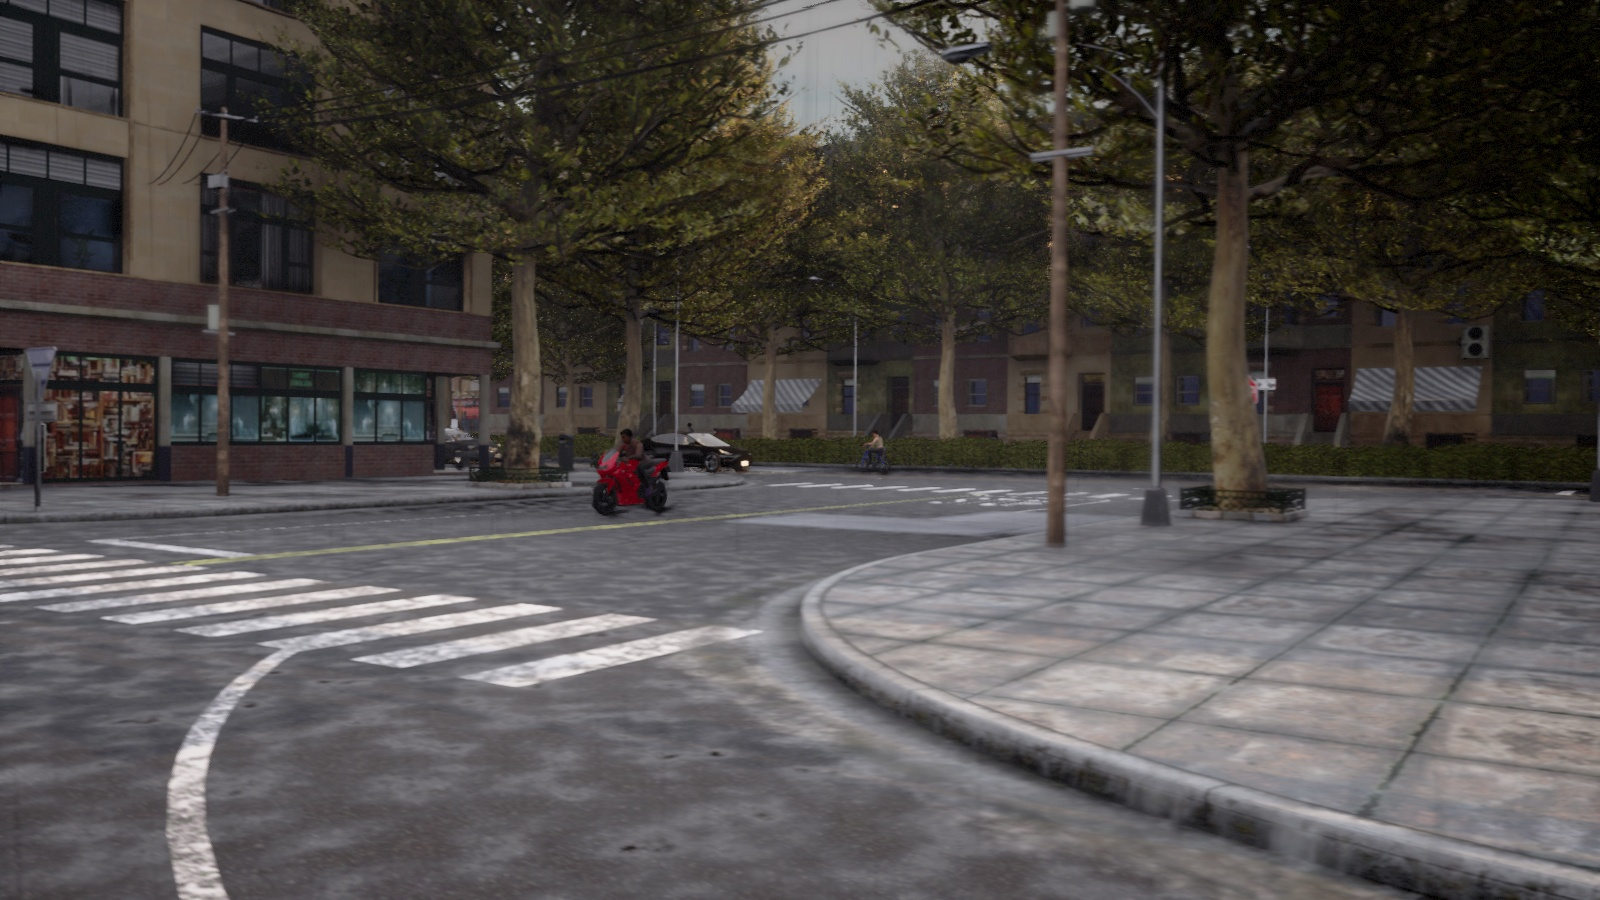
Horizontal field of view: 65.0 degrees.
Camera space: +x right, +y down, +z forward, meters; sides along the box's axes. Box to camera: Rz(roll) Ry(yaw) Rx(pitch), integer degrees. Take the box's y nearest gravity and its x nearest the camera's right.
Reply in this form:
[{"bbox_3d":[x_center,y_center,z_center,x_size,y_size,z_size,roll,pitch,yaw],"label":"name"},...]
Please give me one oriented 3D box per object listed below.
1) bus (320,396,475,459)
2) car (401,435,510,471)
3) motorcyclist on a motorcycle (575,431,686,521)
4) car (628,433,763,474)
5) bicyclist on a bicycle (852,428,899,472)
[{"bbox_3d":[-28.540,-1.609,89.614,3.944,4.253,10.273,0,1,34],"label":"bus"},{"bbox_3d":[-15.103,0.123,54.962,4.892,1.490,1.837,0,1,33],"label":"car"},{"bbox_3d":[-2.991,0.435,22.373,0.797,1.523,2.044,0,1,33],"label":"motorcyclist on a motorcycle"},{"bbox_3d":[-3.976,0.117,47.626,4.792,1.488,2.163,0,1,34],"label":"car"},{"bbox_3d":[2.831,-0.003,47.312,1.509,1.612,0.866,0,1,33],"label":"bicyclist on a bicycle"}]
